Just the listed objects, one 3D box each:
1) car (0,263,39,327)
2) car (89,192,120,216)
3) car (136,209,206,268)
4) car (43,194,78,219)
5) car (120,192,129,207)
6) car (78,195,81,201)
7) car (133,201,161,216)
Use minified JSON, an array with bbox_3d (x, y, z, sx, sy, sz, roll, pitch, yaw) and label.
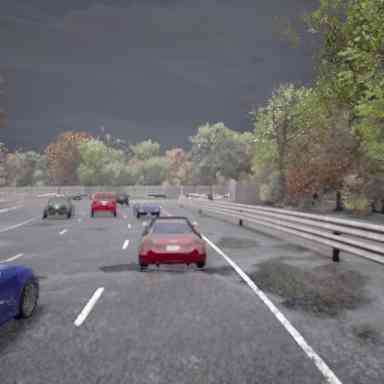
[{"bbox_3d":[-3.668,1.509,4.234,1.812,1.442,4.674,0,0,-2],"label":"car"},{"bbox_3d":[-8.076,1.049,30.260,2.150,2.045,5.566,0,0,-17],"label":"car"},{"bbox_3d":[-0.717,1.493,11.098,1.994,1.385,4.181,0,0,-6],"label":"car"},{"bbox_3d":[-11.122,1.204,28.040,2.097,1.767,4.553,0,0,-16],"label":"car"},{"bbox_3d":[-10.322,0.953,46.135,2.150,2.045,5.566,0,0,-25],"label":"car"},{"bbox_3d":[-25.054,1.123,70.077,1.837,1.490,4.892,0,0,-40],"label":"car"},{"bbox_3d":[-3.891,1.431,27.897,1.895,1.301,4.718,0,0,-15],"label":"car"}]
